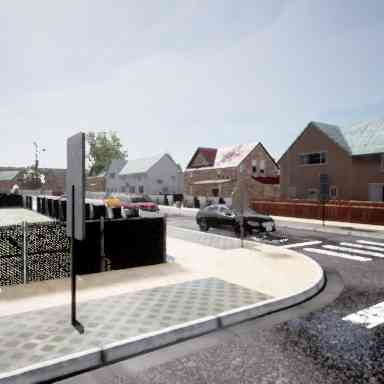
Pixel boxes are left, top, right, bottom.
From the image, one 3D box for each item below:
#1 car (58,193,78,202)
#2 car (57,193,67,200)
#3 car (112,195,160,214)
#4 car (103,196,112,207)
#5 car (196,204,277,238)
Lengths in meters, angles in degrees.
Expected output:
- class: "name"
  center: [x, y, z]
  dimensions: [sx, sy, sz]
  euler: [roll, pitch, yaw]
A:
- class: "car"
  center: [-21.158, 0.885, 56.603]
  dimensions: [2.128, 1.511, 4.902]
  euler: [0, 0, -34]
- class: "car"
  center: [-16.922, 1.130, 45.236]
  dimensions: [1.895, 1.301, 4.718]
  euler: [0, 1, -34]
- class: "car"
  center: [-4.368, 1.120, 26.554]
  dimensions: [2.097, 1.767, 4.553]
  euler: [0, 1, -34]
- class: "car"
  center: [-8.565, 1.116, 38.036]
  dimensions: [1.882, 1.535, 5.008]
  euler: [0, 1, -34]
- class: "car"
  center: [2.103, 1.375, 16.997]
  dimensions: [2.128, 1.511, 4.902]
  euler: [0, 1, -34]
